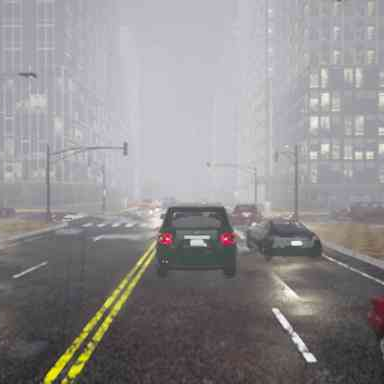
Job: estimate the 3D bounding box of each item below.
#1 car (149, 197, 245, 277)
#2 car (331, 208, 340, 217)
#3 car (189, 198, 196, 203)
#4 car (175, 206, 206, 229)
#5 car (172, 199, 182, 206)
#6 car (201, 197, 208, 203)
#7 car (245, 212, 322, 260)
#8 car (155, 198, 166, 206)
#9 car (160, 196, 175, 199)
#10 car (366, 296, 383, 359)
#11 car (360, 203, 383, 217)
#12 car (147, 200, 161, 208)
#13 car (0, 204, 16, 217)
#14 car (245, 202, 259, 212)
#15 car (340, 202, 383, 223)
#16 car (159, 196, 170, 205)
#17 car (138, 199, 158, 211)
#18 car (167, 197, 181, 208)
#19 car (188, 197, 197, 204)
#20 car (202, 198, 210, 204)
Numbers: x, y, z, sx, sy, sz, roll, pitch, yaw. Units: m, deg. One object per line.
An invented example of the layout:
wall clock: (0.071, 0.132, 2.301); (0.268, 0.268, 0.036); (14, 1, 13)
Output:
car: (0.116, 1.324, 10.705); (2.150, 2.045, 5.566); (0, 0, 0)
car: (16.906, 2.021, 35.059); (4.181, 1.385, 1.994); (0, 0, 1)
car: (0.126, 2.321, 91.768); (1.812, 1.442, 4.674); (0, 0, 0)
car: (-0.211, 1.771, 24.227); (1.812, 1.442, 4.674); (0, -1, -5)
car: (-3.154, 2.218, 70.478); (1.895, 1.301, 4.718); (0, 0, 0)
car: (3.375, 2.097, 90.514); (1.882, 1.535, 5.008); (0, 0, 0)
car: (3.384, 1.684, 13.020); (1.994, 1.385, 4.181); (0, -1, -2)
car: (-6.407, 2.080, 68.074); (1.882, 1.535, 5.008); (0, 0, 0)
car: (-3.294, 1.676, 50.618); (2.150, 2.045, 5.566); (0, -1, -1)
car: (3.353, 1.626, 2.514); (1.895, 1.301, 4.718); (0, -1, 0)
car: (21.861, 2.008, 37.566); (4.829, 1.417, 1.752); (0, 0, 1)
car: (-6.493, 2.117, 57.819); (1.895, 1.301, 4.718); (0, 0, 0)
car: (-19.596, 1.720, 32.519); (4.181, 1.385, 1.994); (1, 0, 1)
car: (3.675, 1.580, 23.565); (2.097, 1.767, 4.553); (-1, -1, 4)
car: (16.241, 1.804, 29.289); (5.009, 1.841, 2.192); (0, 0, 1)
car: (-6.392, 1.916, 78.647); (2.150, 2.045, 5.566); (0, 0, 0)
car: (-6.556, 1.791, 48.833); (2.097, 1.767, 4.553); (0, 0, 1)
car: (-3.231, 1.890, 60.428); (2.097, 1.767, 4.553); (0, 0, 0)
car: (0.113, 2.074, 82.091); (2.097, 1.767, 4.553); (0, 0, 0)
car: (3.362, 2.223, 80.513); (1.812, 1.442, 4.674); (0, 0, 0)
